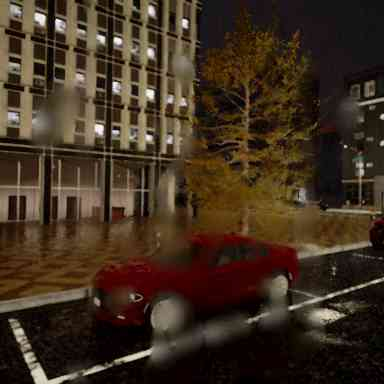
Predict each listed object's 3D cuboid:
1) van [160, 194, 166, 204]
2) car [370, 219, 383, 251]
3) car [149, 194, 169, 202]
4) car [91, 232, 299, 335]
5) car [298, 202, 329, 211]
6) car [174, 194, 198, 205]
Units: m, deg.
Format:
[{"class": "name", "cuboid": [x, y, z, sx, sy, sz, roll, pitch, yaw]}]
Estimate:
[{"class": "van", "cuboid": [-4.366, 1.220, 56.413, 1.690, 1.788, 3.998, 2, -1, -36]}, {"class": "car", "cuboid": [9.093, 1.361, 13.141, 5.009, 1.841, 2.192, 0, 1, -36]}, {"class": "car", "cuboid": [-7.422, 1.336, 75.022, 2.192, 1.841, 5.009, 2, -1, -36]}, {"class": "car", "cuboid": [0.277, 1.557, 6.749, 4.507, 1.381, 1.887, 0, 1, -36]}, {"class": "car", "cuboid": [15.577, 1.686, 43.011, 1.947, 1.339, 4.313, 2, -1, -36]}, {"class": "car", "cuboid": [-1.079, 1.208, 51.841, 2.192, 1.841, 5.009, 2, -1, -36]}]
